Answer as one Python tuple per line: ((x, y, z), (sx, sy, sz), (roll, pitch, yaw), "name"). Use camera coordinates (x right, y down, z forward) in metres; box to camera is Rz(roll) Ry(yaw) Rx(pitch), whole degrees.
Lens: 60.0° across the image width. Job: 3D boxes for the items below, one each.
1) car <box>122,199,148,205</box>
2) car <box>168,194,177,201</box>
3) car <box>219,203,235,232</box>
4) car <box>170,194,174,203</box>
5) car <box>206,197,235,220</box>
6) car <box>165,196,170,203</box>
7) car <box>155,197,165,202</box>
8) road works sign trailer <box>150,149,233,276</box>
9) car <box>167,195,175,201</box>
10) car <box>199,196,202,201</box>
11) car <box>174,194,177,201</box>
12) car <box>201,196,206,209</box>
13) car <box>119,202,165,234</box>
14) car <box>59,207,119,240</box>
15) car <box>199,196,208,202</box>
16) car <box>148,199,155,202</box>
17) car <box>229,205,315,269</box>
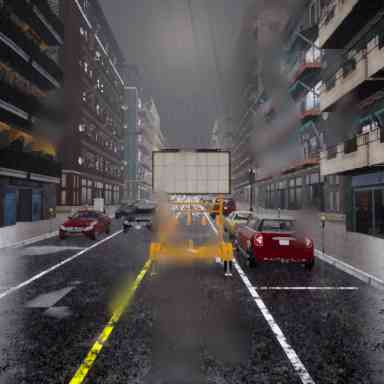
((-5.281, 1.585, 28.299), (1.947, 1.339, 4.313), (2, 0, 0), "car")
((-5.250, 1.391, 90.609), (2.192, 1.841, 5.009), (2, 0, 0), "car")
((2.596, 1.537, 17.132), (1.752, 1.417, 4.829), (2, 0, 0), "car")
((-5.266, 1.595, 67.952), (1.887, 1.381, 4.507), (2, 0, 0), "car")
((2.607, 1.334, 28.291), (2.192, 1.841, 5.009), (2, 0, 0), "car")
((-5.270, 1.586, 56.622), (1.887, 1.381, 4.507), (2, 0, 0), "car")
((-5.274, 1.583, 45.293), (2.008, 1.369, 4.403), (2, 0, 0), "car")
((-0.019, 0.471, 10.373), (2.380, 3.560, 2.880), (0, 0, 0), "road works sign trailer")
((-5.259, 1.594, 84.773), (1.752, 1.417, 4.829), (2, 0, 0), "car")
((2.609, 1.607, 56.614), (1.947, 1.339, 4.313), (2, 0, 0), "car")
((-5.261, 1.588, 79.109), (1.752, 1.417, 4.829), (2, 0, 0), "car")
((2.607, 1.558, 45.455), (1.752, 1.417, 4.829), (2, 0, 0), "car")
((-2.744, 1.538, 19.348), (1.812, 1.442, 4.674), (0, 0, 0), "car")
((-5.285, 1.593, 16.970), (1.802, 1.307, 4.206), (2, 0, 0), "car")
((2.618, 1.613, 79.271), (2.008, 1.369, 4.403), (2, 0, 0), "car")
((-5.274, 1.464, 33.964), (1.967, 1.590, 4.097), (2, 0, 0), "car")
((2.597, 1.448, 11.298), (1.967, 1.590, 4.097), (2, 0, 0), "car")
